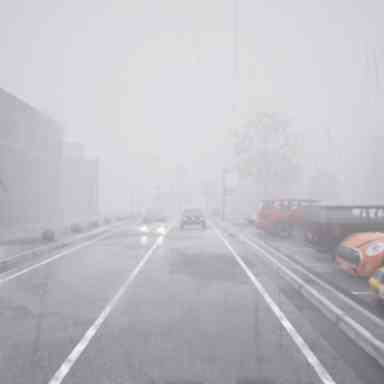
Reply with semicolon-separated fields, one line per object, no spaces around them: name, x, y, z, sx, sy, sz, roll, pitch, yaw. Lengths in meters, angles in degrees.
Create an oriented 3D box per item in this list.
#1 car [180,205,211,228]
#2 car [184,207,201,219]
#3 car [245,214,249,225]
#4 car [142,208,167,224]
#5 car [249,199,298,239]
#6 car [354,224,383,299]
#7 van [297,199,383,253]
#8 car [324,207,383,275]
car;0.073;1.924;25.259;2.033;1.411;5.357;0;-2;0
car;0.046;2.563;41.415;1.994;1.385;4.181;0;-3;0
car;6.199;1.702;21.026;5.008;1.535;2.097;0;-1;-1
car;-3.363;2.140;30.222;1.895;1.301;4.718;0;-2;0
car;6.254;1.393;18.114;5.566;2.045;2.435;0;-1;0
car;6.121;1.495;5.964;5.366;1.575;1.946;0;0;0
van;6.386;1.328;11.922;4.442;1.987;1.878;0;-1;0
car;6.320;1.394;8.884;4.553;1.767;2.185;0;0;0
